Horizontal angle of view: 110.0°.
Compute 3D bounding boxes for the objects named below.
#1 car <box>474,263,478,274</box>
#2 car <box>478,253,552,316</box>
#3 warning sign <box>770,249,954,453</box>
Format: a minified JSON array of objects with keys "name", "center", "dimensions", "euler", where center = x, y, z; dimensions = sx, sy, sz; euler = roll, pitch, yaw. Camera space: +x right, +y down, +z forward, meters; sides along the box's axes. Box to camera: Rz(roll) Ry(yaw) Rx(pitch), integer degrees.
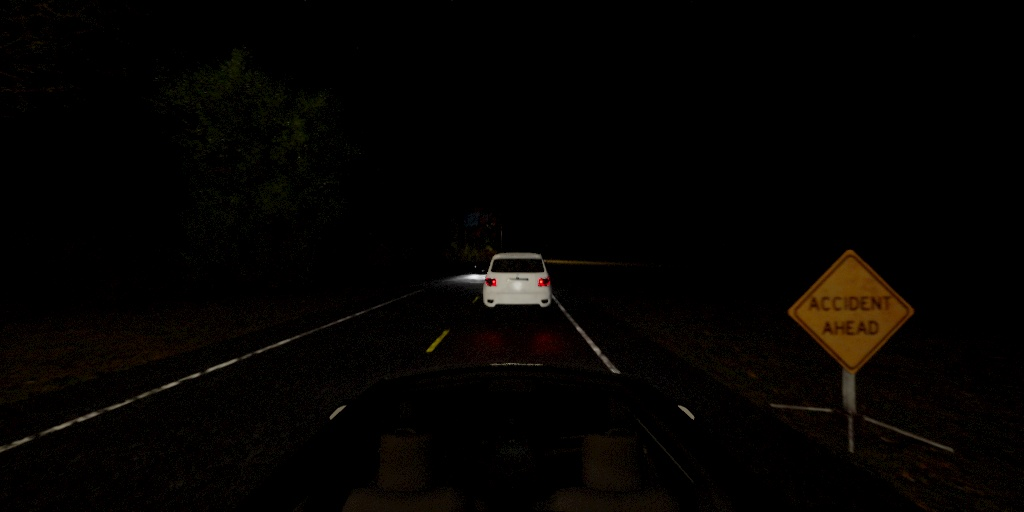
[{"name":"car","center":[-2.732,1.109,36.946],"dimensions":[1.895,1.301,4.718],"euler":[0,0,3]},{"name":"car","center":[0.212,0.916,13.154],"dimensions":[2.150,2.045,5.566],"euler":[0,0,1]},{"name":"warning sign","center":[3.554,0.860,3.777],"dimensions":[1.300,1.860,1.060],"euler":[0,0,0]}]
